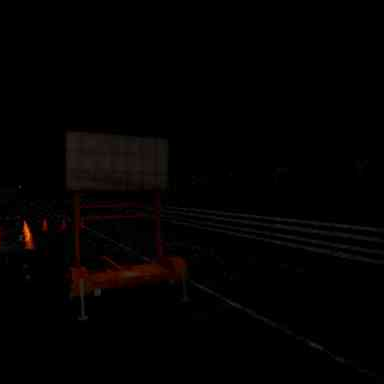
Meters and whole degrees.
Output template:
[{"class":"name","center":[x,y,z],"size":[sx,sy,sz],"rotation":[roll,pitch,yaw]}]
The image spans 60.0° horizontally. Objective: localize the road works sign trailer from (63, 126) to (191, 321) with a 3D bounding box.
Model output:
[{"class":"road works sign trailer","center":[-1.658,0.420,7.467],"size":[2.380,3.560,2.880],"rotation":[0,0,-28]}]

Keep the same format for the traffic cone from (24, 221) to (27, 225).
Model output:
[{"class":"traffic cone","center":[-8.190,1.854,16.451],"size":[0.340,0.580,0.340],"rotation":[0,0,-28]}]

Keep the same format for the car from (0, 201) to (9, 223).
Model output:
[{"class":"car","center":[-14.062,1.375,23.311],"size":[1.837,1.490,4.892],"rotation":[0,0,-28]}]

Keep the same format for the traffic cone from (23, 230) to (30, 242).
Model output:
[{"class":"traffic cone","center":[-6.291,1.876,12.931],"size":[0.340,0.580,0.340],"rotation":[0,0,-28]}]

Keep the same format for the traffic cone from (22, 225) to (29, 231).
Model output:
[{"class":"traffic cone","center":[-7.240,1.865,14.691],"size":[0.340,0.580,0.340],"rotation":[0,0,-28]}]

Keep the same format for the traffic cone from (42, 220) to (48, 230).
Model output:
[{"class":"traffic cone","center":[-8.259,1.842,18.686],"size":[0.340,0.580,0.340],"rotation":[0,0,-28]}]
